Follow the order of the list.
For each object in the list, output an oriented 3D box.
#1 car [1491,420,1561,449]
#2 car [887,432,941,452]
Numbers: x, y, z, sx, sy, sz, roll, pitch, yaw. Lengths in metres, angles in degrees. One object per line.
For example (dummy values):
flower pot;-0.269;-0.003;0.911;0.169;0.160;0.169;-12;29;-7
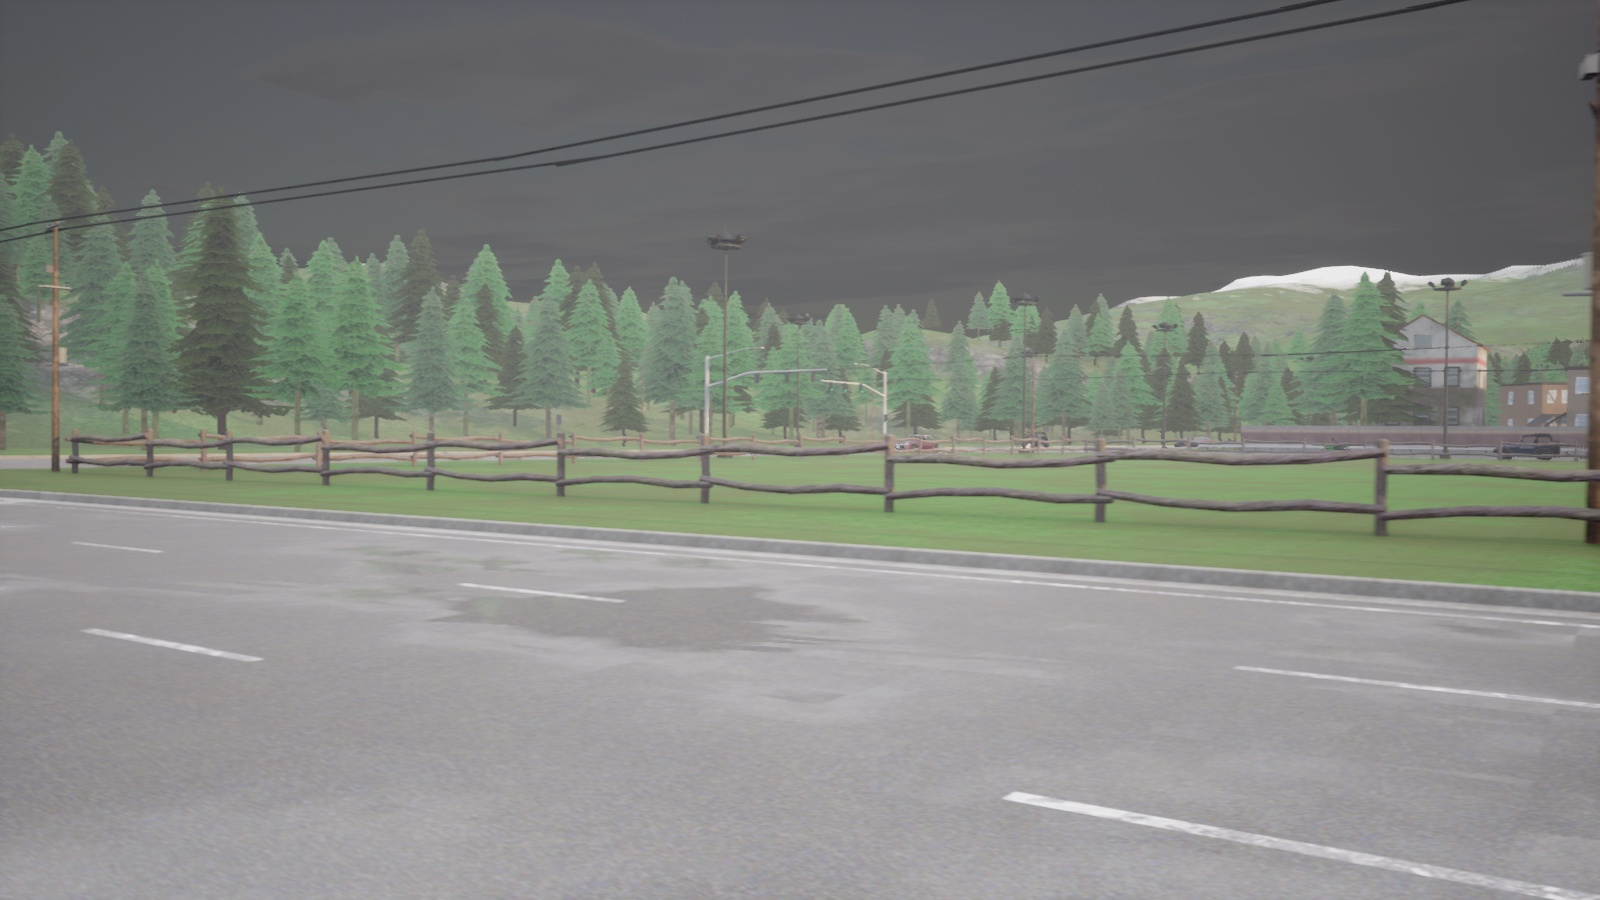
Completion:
car;48.281;-1.044;83.532;3.866;1.878;1.905;0;1;34
car;8.526;-0.607;93.671;1.970;1.475;3.806;0;1;45
